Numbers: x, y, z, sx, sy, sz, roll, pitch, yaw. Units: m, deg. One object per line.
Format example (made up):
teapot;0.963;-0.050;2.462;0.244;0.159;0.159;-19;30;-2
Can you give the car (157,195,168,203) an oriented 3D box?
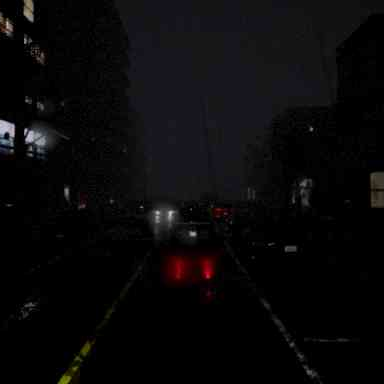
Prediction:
car;-5.988;1.382;67.749;1.967;1.590;4.097;-1;0;0

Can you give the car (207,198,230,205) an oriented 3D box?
car;2.565;1.521;28.014;1.887;1.381;4.507;-1;0;0

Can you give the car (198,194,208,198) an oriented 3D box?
car;2.418;1.513;62.080;1.947;1.339;4.313;-1;0;0

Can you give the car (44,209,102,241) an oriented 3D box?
car;-5.767;1.551;16.652;1.947;1.339;4.313;-1;0;0

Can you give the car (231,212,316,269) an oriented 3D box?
car;2.638;1.557;10.982;1.947;1.339;4.313;-1;0;0

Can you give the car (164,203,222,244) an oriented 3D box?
car;0.031;1.478;15.730;2.128;1.511;4.902;0;0;0

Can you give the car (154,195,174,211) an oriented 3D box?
car;-3.258;1.471;39.777;1.837;1.490;4.892;0;0;0

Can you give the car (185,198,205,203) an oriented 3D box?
car;-0.036;1.537;31.481;1.994;1.385;4.181;0;0;0

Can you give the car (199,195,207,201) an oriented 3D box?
car;2.647;1.434;83.158;1.837;1.490;4.892;0;0;0

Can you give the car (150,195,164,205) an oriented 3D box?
car;-5.940;1.392;56.394;1.967;1.590;4.097;-1;0;0

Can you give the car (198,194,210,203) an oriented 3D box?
car;2.391;1.257;67.756;2.192;1.841;5.009;-1;0;0

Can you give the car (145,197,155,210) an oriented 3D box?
car;-5.864;1.532;39.362;1.947;1.339;4.313;-1;0;0

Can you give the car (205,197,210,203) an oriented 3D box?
car;2.540;1.497;33.862;1.752;1.417;4.829;-1;0;0

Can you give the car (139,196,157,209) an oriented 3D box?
car;-5.890;1.401;45.039;1.967;1.590;4.097;-1;0;0

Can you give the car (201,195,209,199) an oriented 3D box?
car;2.492;1.528;45.047;1.947;1.339;4.313;-1;0;0

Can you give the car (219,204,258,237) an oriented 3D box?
car;2.614;1.537;16.659;2.008;1.369;4.403;-1;0;0

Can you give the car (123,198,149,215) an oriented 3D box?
car;-5.840;1.553;33.684;1.802;1.307;4.206;-1;0;0
